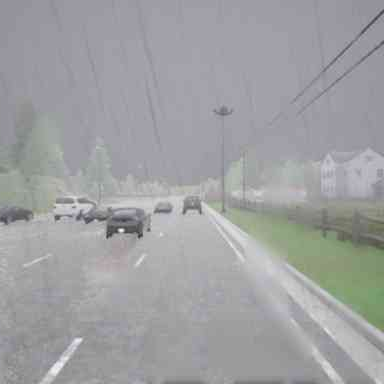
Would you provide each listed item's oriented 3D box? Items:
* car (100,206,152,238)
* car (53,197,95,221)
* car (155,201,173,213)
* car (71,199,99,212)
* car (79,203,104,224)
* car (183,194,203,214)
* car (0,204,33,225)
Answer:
[{"bbox_3d":[-3.395,1.622,18.412,1.837,1.490,4.892,0,0,0],"label":"car"},{"bbox_3d":[-10.393,1.411,29.599,2.150,2.045,5.566,0,0,0],"label":"car"},{"bbox_3d":[-3.396,1.821,40.629,1.994,1.385,4.181,0,0,0],"label":"car"},{"bbox_3d":[-13.919,1.769,43.689,2.128,1.511,4.902,0,0,0],"label":"car"},{"bbox_3d":[-6.893,1.766,26.042,1.895,1.301,4.718,0,0,0],"label":"car"},{"bbox_3d":[0.068,1.476,39.856,2.150,2.045,5.566,0,0,0],"label":"car"},{"bbox_3d":[-13.964,1.653,25.372,2.128,1.511,4.902,0,0,1],"label":"car"}]
